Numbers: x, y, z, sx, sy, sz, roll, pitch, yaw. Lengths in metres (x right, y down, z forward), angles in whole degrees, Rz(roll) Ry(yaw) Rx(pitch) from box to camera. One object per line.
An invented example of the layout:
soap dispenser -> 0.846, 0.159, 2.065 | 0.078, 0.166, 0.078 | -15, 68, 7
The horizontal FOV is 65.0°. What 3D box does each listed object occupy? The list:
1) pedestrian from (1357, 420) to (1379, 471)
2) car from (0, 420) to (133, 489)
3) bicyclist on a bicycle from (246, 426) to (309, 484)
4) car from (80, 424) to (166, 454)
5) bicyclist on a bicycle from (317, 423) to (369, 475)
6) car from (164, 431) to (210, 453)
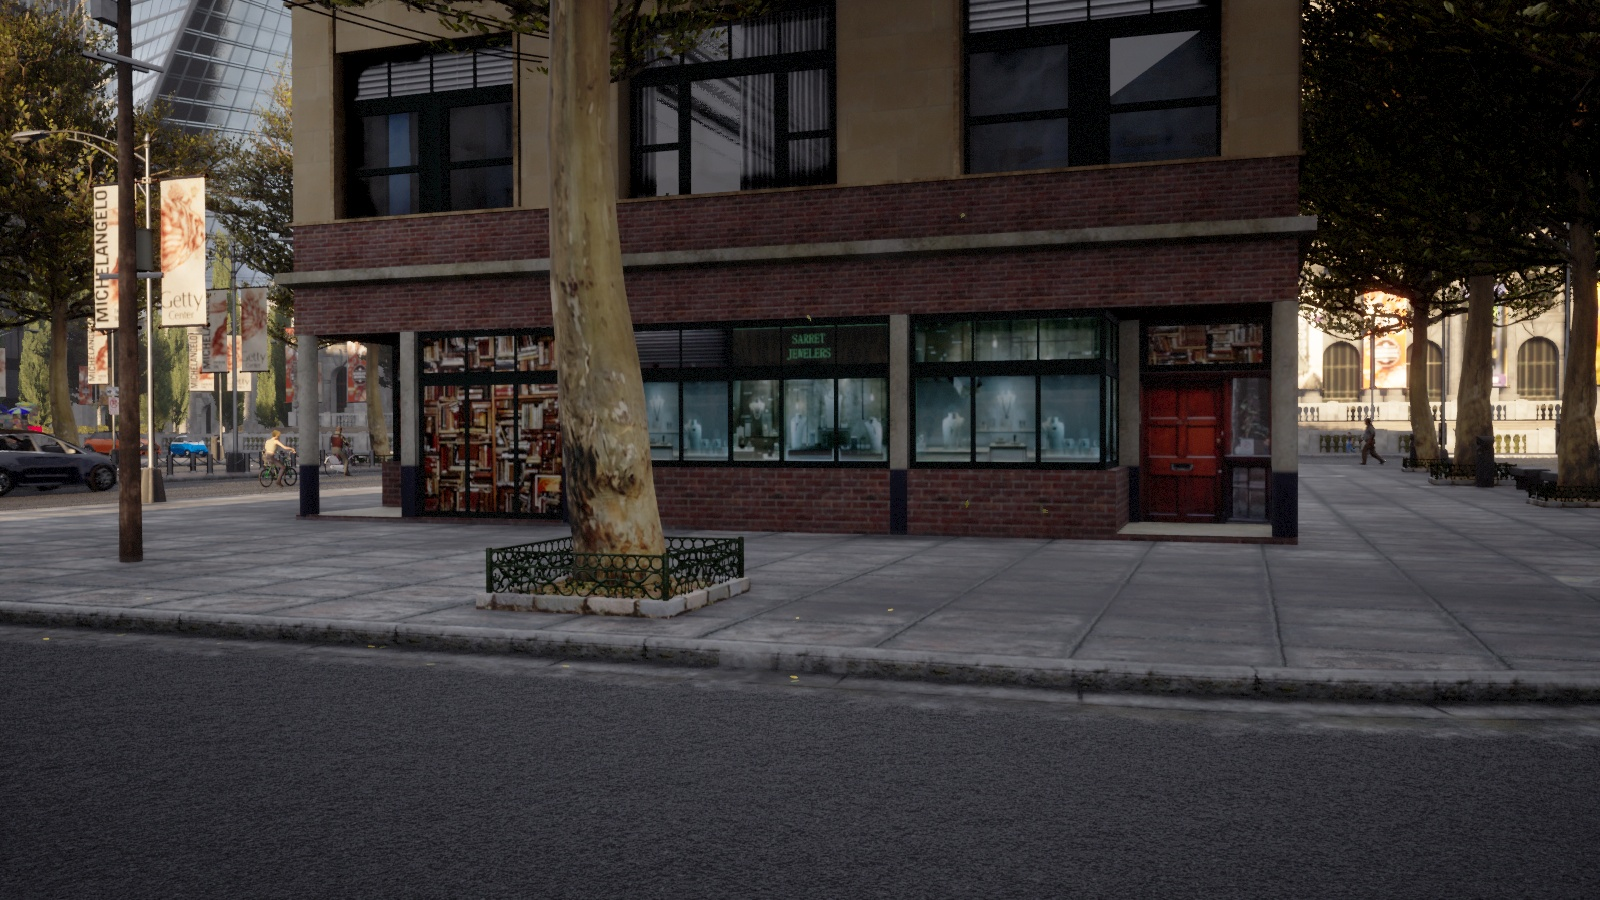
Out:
pedestrian -> 20.924, -0.181, 46.271 | 0.694, 1.848, 0.540 | 1, 1, 23
car -> -19.920, 0.080, 32.262 | 2.242, 1.667, 4.611 | 1, 1, 20
bicyclist on a bicycle -> -14.920, 0.132, 35.906 | 0.866, 1.612, 1.509 | 1, 1, 20
car -> -41.183, -0.692, 76.372 | 4.553, 1.767, 2.097 | 1, 1, 19
bicyclist on a bicycle -> -15.905, -0.063, 43.725 | 0.659, 1.776, 1.843 | 1, 1, 20
car -> -38.622, -0.531, 79.176 | 2.207, 1.376, 1.481 | 0, 1, 20
